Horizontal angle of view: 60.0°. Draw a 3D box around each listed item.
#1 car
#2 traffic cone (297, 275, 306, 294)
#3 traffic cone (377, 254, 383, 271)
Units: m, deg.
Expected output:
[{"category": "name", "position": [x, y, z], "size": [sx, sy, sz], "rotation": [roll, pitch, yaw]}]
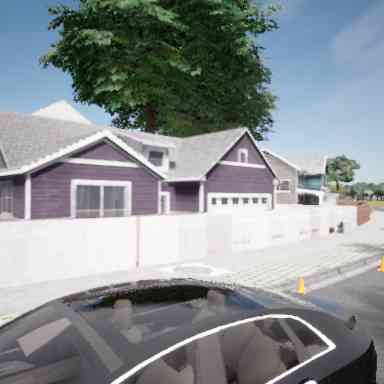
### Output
[{"category": "car", "position": [-0.503, 1.520, 2.345], "size": [4.892, 1.490, 1.837], "rotation": [1, 0, -37]}, {"category": "traffic cone", "position": [2.290, 2.039, 6.952], "size": [0.340, 0.580, 0.340], "rotation": [1, -1, -40]}, {"category": "traffic cone", "position": [5.917, 2.105, 10.191], "size": [0.340, 0.580, 0.340], "rotation": [1, -1, -43]}]
